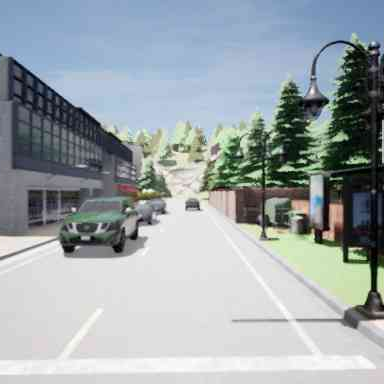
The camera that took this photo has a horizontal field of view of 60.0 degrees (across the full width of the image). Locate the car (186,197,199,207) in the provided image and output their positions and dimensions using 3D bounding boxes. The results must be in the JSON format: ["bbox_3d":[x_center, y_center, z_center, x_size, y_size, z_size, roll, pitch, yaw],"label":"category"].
[{"bbox_3d":[0.066,1.514,51.332,2.033,1.411,5.357,0,0,0],"label":"car"}]

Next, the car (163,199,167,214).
[{"bbox_3d":[-3.599,1.466,34.364,2.128,1.511,4.902,0,0,0],"label":"car"}]

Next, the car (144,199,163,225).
[{"bbox_3d":[-3.610,1.474,24.096,2.128,1.511,4.902,0,0,0],"label":"car"}]

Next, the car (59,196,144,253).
[{"bbox_3d":[-3.607,1.211,14.046,2.150,2.045,5.566,0,0,0],"label":"car"}]

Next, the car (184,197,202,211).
[{"bbox_3d":[0.079,1.479,40.911,1.837,1.490,4.892,0,0,0],"label":"car"}]
